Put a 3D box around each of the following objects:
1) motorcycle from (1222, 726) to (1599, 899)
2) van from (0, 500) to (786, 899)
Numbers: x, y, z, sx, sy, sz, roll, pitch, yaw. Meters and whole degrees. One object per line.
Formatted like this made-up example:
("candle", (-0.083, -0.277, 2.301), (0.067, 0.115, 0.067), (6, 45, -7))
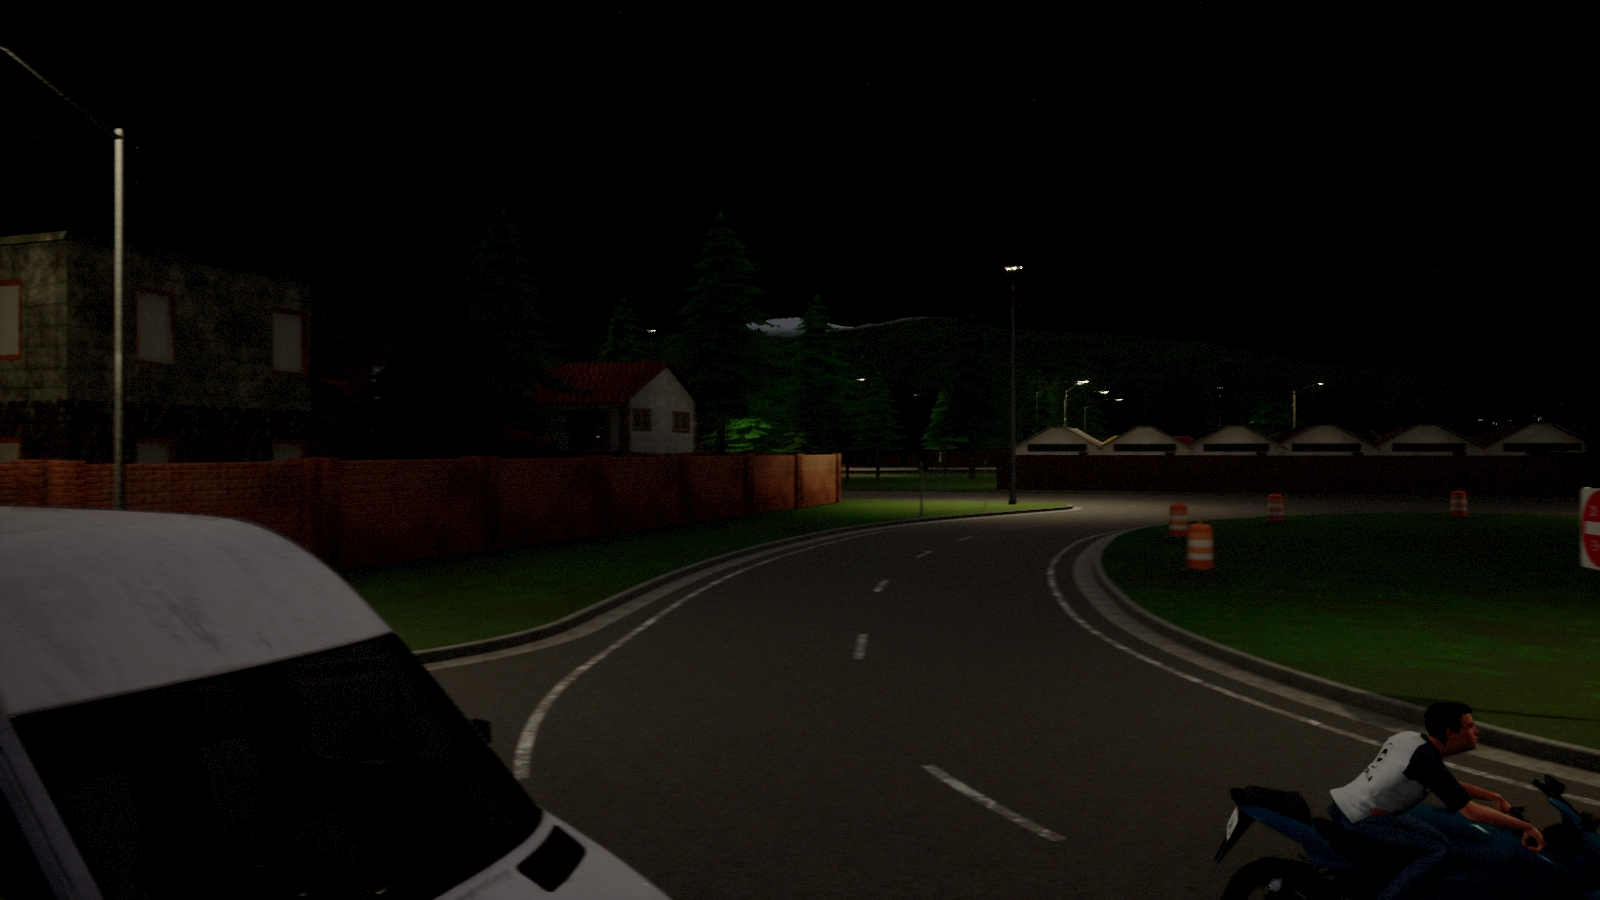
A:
("motorcycle", (3.244, 2.186, 5.842), (2.033, 1.199, 0.803), (0, 0, 20))
("van", (-3.174, 1.535, 4.458), (5.915, 2.561, 1.988), (0, 0, 20))
